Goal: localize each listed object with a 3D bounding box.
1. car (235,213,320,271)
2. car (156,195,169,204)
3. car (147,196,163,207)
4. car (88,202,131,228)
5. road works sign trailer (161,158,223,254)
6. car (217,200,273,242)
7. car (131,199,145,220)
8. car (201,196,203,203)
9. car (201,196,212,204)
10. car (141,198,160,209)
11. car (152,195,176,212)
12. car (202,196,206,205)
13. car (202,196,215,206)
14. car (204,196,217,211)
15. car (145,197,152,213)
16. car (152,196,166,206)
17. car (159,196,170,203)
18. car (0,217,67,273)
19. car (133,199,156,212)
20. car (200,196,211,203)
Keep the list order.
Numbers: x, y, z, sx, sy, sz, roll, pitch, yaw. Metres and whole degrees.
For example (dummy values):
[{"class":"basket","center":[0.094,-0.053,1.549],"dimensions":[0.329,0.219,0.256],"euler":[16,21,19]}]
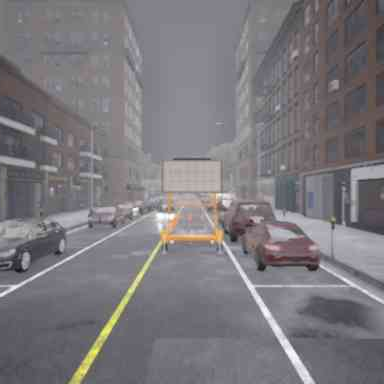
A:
[{"class":"car","center":[2.640,1.559,10.502],"dimensions":[1.802,1.307,4.206],"euler":[0,0,0]},{"class":"car","center":[-5.374,1.327,60.166],"dimensions":[1.967,1.590,4.097],"euler":[0,0,0]},{"class":"car","center":[-5.377,1.342,49.128],"dimensions":[1.967,1.590,4.097],"euler":[0,0,0]},{"class":"car","center":[-5.383,1.537,21.534],"dimensions":[1.802,1.307,4.206],"euler":[0,0,0]},{"class":"road works sign trailer","center":[0.003,0.436,13.386],"dimensions":[2.380,3.560,2.880],"euler":[0,0,0]},{"class":"car","center":[2.641,1.281,16.020],"dimensions":[2.192,1.841,5.009],"euler":[0,0,0]},{"class":"car","center":[-5.381,1.494,27.053],"dimensions":[2.008,1.369,4.403],"euler":[0,0,0]},{"class":"car","center":[2.648,1.426,49.300],"dimensions":[1.752,1.417,4.829],"euler":[0,0,0]},{"class":"car","center":[2.651,1.468,60.166],"dimensions":[1.802,1.307,4.206],"euler":[0,0,0]},{"class":"car","center":[-5.378,1.461,43.609],"dimensions":[2.008,1.369,4.403],"euler":[0,0,0]},{"class":"car","center":[-2.838,1.414,36.958],"dimensions":[2.128,1.511,4.902],"euler":[0,0,0]},{"class":"car","center":[2.647,1.491,43.611],"dimensions":[1.802,1.307,4.206],"euler":[0,0,0]},{"class":"car","center":[2.649,1.438,54.648],"dimensions":[1.887,1.381,4.507],"euler":[0,0,0]},{"class":"car","center":[2.646,1.502,38.093],"dimensions":[1.802,1.307,4.206],"euler":[0,0,0]},{"class":"car","center":[-5.380,1.476,32.572],"dimensions":[1.887,1.381,4.507],"euler":[0,0,0]},{"class":"car","center":[-5.376,1.420,54.477],"dimensions":[1.752,1.417,4.829],"euler":[0,0,0]},{"class":"car","center":[-5.373,1.461,65.685],"dimensions":[1.802,1.307,4.206],"euler":[0,0,0]},{"class":"car","center":[-5.385,1.529,10.496],"dimensions":[2.008,1.369,4.403],"euler":[0,0,0]},{"class":"car","center":[-5.379,1.486,38.091],"dimensions":[1.947,1.339,4.313],"euler":[0,0,0]},{"class":"car","center":[2.652,1.445,65.684],"dimensions":[1.947,1.339,4.313],"euler":[0,0,0]}]
